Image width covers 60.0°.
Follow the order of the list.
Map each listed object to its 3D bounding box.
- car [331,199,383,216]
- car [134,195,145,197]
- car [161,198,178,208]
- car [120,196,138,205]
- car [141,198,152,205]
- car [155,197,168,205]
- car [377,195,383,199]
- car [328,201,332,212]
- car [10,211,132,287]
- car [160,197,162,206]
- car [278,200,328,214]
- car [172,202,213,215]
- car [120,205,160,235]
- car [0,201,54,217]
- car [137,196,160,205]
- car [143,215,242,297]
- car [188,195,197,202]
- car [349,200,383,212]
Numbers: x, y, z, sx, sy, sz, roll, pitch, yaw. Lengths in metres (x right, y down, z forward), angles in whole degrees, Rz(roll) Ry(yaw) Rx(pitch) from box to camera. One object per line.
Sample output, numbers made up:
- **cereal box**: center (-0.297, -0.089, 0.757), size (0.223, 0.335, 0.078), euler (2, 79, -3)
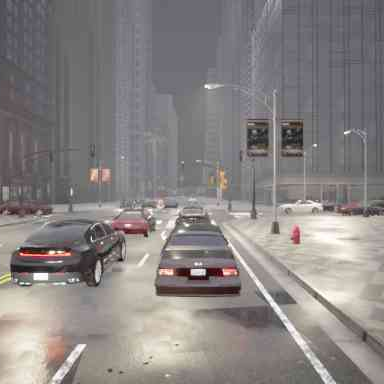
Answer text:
- **car**: center (15.365, 1.585, 30.202), size (4.206, 1.307, 1.802), euler (0, 0, -1)
- **car**: center (-9.718, 1.537, 60.754), size (2.150, 2.045, 5.566), euler (0, 0, 0)
- **car**: center (-3.148, 1.810, 51.413), size (1.994, 1.385, 4.181), euler (0, 0, 1)
- **car**: center (-9.792, 1.746, 50.735), size (1.837, 1.490, 4.892), euler (0, 0, -2)
- **car**: center (-9.634, 1.923, 71.101), size (1.812, 1.442, 4.674), euler (0, 0, 0)
- **car**: center (-6.385, 1.916, 70.201), size (2.128, 1.511, 4.902), euler (0, 0, 0)
- **car**: center (21.528, 1.274, 36.065), size (5.566, 2.045, 2.150), euler (0, -1, -1)
- **car**: center (15.248, 1.672, 38.726), size (4.313, 1.339, 1.947), euler (0, 0, -1)
- **car**: center (-3.136, 1.518, 9.346), size (1.837, 1.490, 4.892), euler (0, 0, 0)
- **car**: center (-6.472, 1.662, 60.125), size (2.097, 1.767, 4.553), euler (0, 0, 0)
- **car**: center (11.694, 1.611, 35.918), size (4.674, 1.442, 1.812), euler (0, -1, -1)
- **car**: center (0.077, 1.548, 18.496), size (1.837, 1.490, 4.892), euler (0, 0, 1)
- **car**: center (-3.120, 1.606, 18.247), size (1.994, 1.385, 4.181), euler (0, 0, 0)
- **car**: center (-16.195, 1.633, 32.501), size (5.008, 1.535, 1.882), euler (-1, 0, -3)
- **car**: center (-6.512, 1.790, 50.843), size (2.033, 1.411, 5.357), euler (0, 0, 0)
- **car**: center (0.120, 1.559, 8.757), size (2.033, 1.411, 5.357), euler (0, 0, 0)
- **car**: center (0.132, 1.706, 80.633), size (2.150, 2.045, 5.566), euler (0, 0, 0)
- **car**: center (20.888, 1.653, 38.804), size (4.313, 1.339, 1.947), euler (0, 0, -1)
